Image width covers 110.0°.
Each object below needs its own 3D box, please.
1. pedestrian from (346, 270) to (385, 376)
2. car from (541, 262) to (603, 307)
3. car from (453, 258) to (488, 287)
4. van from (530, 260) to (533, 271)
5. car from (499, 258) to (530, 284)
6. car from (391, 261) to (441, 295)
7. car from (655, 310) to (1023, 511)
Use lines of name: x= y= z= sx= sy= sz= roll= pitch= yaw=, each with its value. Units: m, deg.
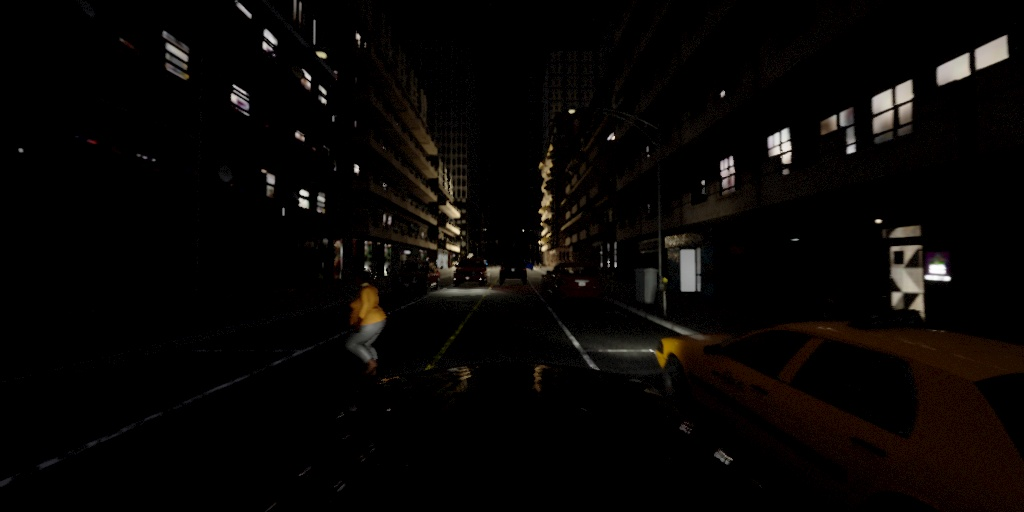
pedestrian: x=-2.469 y=1.082 z=6.058 sx=0.375 sy=1.860 sz=0.375 roll=1 pitch=-2 yaw=-1
car: x=2.696 y=1.193 z=16.265 sx=2.192 sy=1.841 sz=5.009 roll=0 pitch=0 yaw=0
car: x=-3.092 y=1.198 z=27.627 sx=2.150 sy=2.045 sz=5.566 roll=0 pitch=0 yaw=0
van: x=2.707 y=1.602 z=60.586 sx=1.690 sy=1.789 sz=3.998 roll=0 pitch=0 yaw=0
car: x=0.098 y=1.219 z=30.392 sx=2.150 sy=2.045 sz=5.566 roll=0 pitch=-1 yaw=0
car: x=-5.685 y=1.241 z=21.755 sx=2.192 sy=1.841 sz=5.009 roll=0 pitch=0 yaw=0
car: x=3.001 y=1.218 z=3.140 sx=1.801 sy=1.575 sz=5.366 roll=0 pitch=-1 yaw=0
